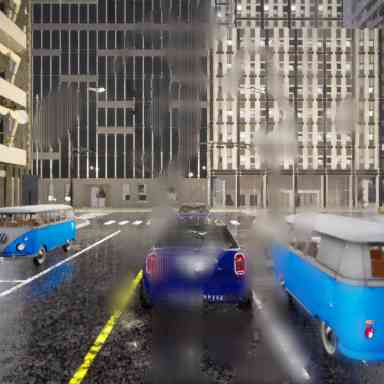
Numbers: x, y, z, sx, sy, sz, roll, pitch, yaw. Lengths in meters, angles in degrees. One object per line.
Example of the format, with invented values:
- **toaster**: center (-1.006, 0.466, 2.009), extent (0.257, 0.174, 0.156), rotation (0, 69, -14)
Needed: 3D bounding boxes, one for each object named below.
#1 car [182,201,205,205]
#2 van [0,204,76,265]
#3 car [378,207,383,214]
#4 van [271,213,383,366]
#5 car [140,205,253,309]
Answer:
- **car**: center (0.085, 1.359, 18.057), extent (2.097, 1.767, 4.553), rotation (0, 0, 0)
- **van**: center (-5.335, 1.345, 11.325), extent (1.690, 1.788, 3.998), rotation (0, 0, 0)
- **car**: center (18.980, 1.490, 29.080), extent (4.829, 1.417, 1.752), rotation (0, 0, 0)
- **van**: center (2.558, 1.343, 5.658), extent (1.690, 1.788, 3.998), rotation (0, 0, 0)
- **car**: center (0.083, 1.354, 8.031), extent (2.097, 1.767, 4.553), rotation (0, 0, 0)
